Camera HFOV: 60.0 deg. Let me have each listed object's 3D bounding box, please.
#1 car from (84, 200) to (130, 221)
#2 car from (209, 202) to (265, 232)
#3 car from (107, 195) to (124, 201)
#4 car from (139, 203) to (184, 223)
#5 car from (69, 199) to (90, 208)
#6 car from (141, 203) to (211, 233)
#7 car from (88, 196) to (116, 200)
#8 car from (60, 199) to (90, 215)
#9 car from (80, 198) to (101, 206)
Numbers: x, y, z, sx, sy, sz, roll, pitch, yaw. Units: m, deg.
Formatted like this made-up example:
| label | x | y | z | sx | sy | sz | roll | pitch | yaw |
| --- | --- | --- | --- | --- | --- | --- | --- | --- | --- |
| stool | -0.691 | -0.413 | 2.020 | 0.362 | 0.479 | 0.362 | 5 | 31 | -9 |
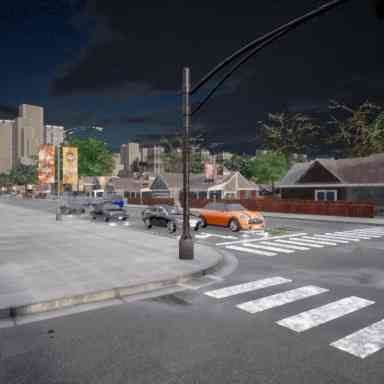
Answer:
| label | x | y | z | sx | sy | sz | roll | pitch | yaw |
| --- | --- | --- | --- | --- | --- | --- | --- | --- | --- |
| car | -7.323 | 1.712 | 28.947 | 2.033 | 1.411 | 5.357 | 0 | 0 | -35 |
| car | 2.397 | 1.440 | 20.935 | 2.097 | 1.767 | 4.553 | 0 | 0 | -36 |
| car | -13.011 | 1.523 | 54.100 | 2.150 | 2.045 | 5.566 | 0 | 0 | -36 |
| car | -2.613 | 1.706 | 27.954 | 1.994 | 1.385 | 4.181 | 0 | 0 | -34 |
| car | -19.477 | 1.887 | 57.565 | 2.033 | 1.411 | 5.357 | 0 | 0 | -34 |
| car | -1.347 | 1.592 | 20.564 | 2.128 | 1.511 | 4.902 | 0 | 0 | -35 |
| car | -13.426 | 1.786 | 49.082 | 1.837 | 1.490 | 4.892 | 0 | 0 | -35 |
| car | -13.581 | 1.735 | 37.764 | 1.837 | 1.490 | 4.892 | 0 | 0 | -35 |
| car | -19.163 | 1.907 | 62.579 | 2.033 | 1.411 | 5.357 | 0 | 0 | -35 |
